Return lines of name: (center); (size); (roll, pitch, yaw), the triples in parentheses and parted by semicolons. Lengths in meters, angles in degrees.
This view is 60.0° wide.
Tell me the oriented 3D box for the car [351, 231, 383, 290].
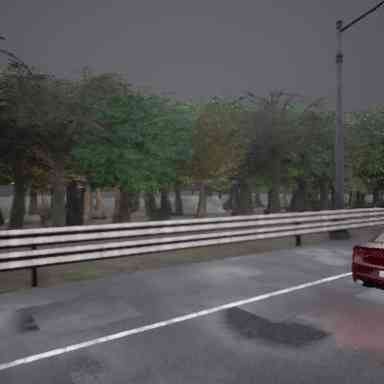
car: (5.846, 1.459, 7.973); (5.008, 1.535, 1.882); (-1, 0, -35)
